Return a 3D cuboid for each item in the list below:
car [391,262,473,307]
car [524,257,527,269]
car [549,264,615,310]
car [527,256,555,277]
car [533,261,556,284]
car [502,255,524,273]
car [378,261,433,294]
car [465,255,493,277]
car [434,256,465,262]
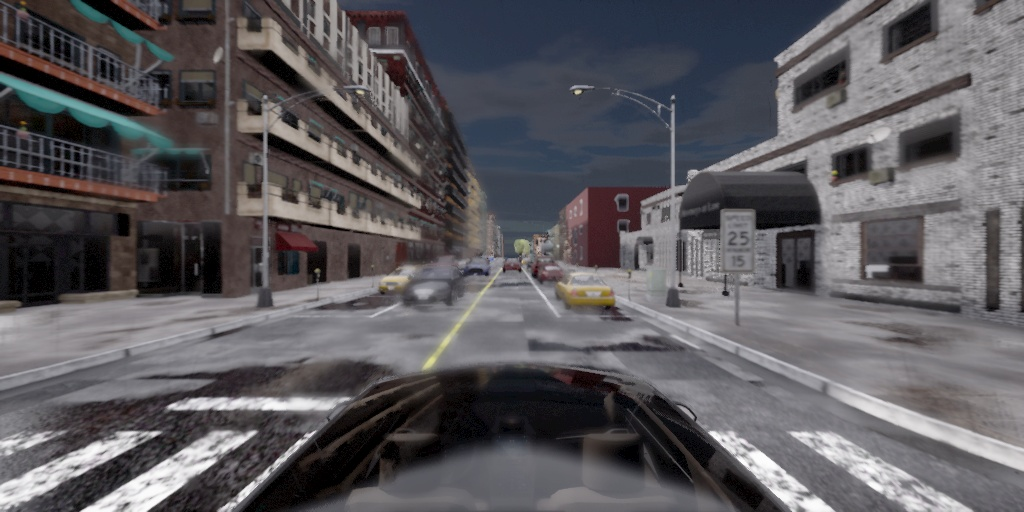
[{"bbox_3d":[-3.090,1.169,14.981,2.128,1.511,4.902,0,0,0],"label":"car"},{"bbox_3d":[2.702,1.102,47.184,2.007,1.370,4.403,0,0,0],"label":"car"},{"bbox_3d":[2.693,1.206,14.120,1.751,1.417,4.829,0,0,0],"label":"car"},{"bbox_3d":[2.697,0.927,30.567,2.192,1.841,5.009,0,0,0],"label":"car"},{"bbox_3d":[2.696,1.216,25.028,1.802,1.307,4.207,0,0,0],"label":"car"},{"bbox_3d":[0.009,0.928,40.304,2.097,1.767,4.553,0,0,0],"label":"car"},{"bbox_3d":[-5.687,1.183,19.320,1.751,1.417,4.829,0,0,0],"label":"car"},{"bbox_3d":[-3.068,0.955,32.847,2.097,1.767,4.553,0,0,0],"label":"car"},{"bbox_3d":[-5.683,0.928,30.569,2.192,1.841,5.009,0,0,0],"label":"car"}]
